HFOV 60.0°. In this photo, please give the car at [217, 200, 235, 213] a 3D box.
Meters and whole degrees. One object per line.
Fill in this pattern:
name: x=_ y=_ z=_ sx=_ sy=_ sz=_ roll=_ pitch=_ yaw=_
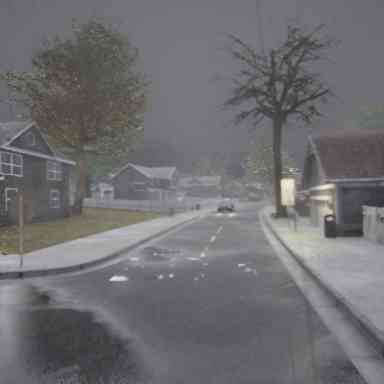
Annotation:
car: x=4.442 y=1.868 z=43.357 sx=1.882 sy=1.535 sz=5.008 roll=-2 pitch=-1 yaw=12
